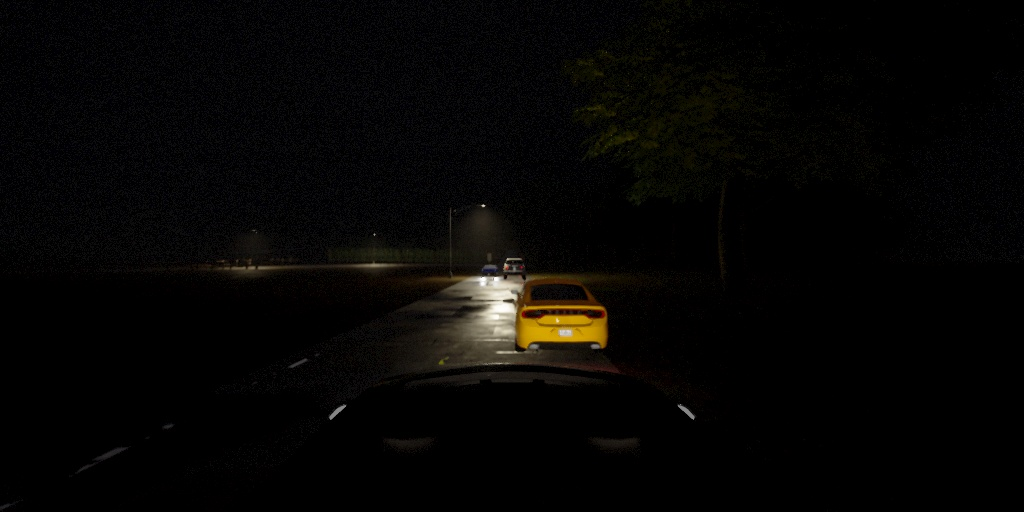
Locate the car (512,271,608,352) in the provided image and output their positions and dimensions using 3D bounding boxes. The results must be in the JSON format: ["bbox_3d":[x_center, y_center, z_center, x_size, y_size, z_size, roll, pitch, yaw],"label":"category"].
[{"bbox_3d":[1.011,1.301,9.149,1.882,1.535,5.008,0,-1,0],"label":"car"}]

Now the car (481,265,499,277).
[{"bbox_3d":[-2.534,1.711,41.496,1.895,1.301,4.718,0,0,0],"label":"car"}]

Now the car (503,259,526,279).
[{"bbox_3d":[0.262,1.290,36.728,2.150,2.045,5.566,0,0,1],"label":"car"}]
